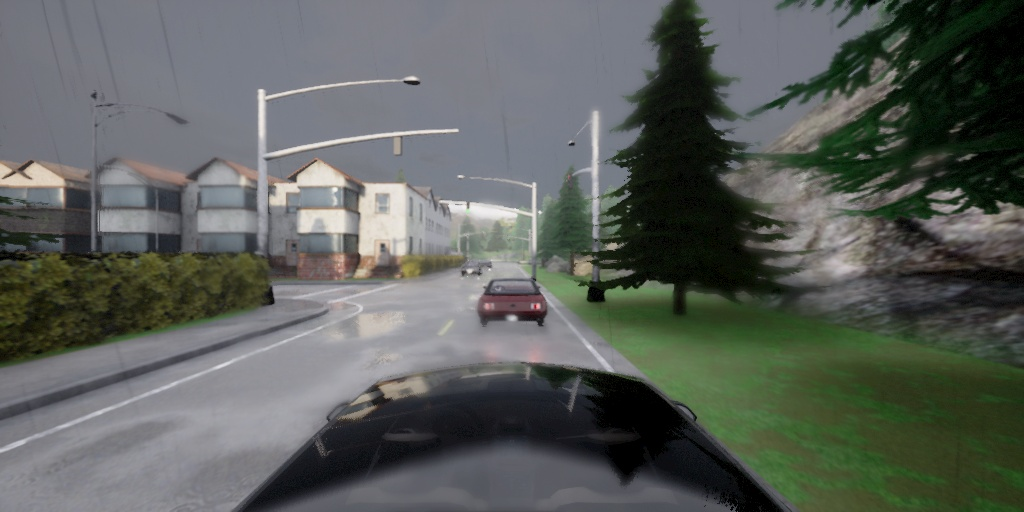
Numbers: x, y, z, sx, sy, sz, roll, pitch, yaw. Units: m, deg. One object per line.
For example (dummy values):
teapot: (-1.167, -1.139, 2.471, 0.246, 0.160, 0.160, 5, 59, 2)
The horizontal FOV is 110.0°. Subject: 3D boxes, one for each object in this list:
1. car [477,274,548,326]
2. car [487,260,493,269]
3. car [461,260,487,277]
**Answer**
car: (0.006, 1.348, 11.586, 1.895, 1.301, 4.718, 0, 0, 0)
car: (-4.056, 1.282, 57.092, 2.033, 1.411, 5.357, 0, 0, 0)
car: (-3.913, 1.232, 35.496, 2.128, 1.511, 4.902, 0, 0, 0)
